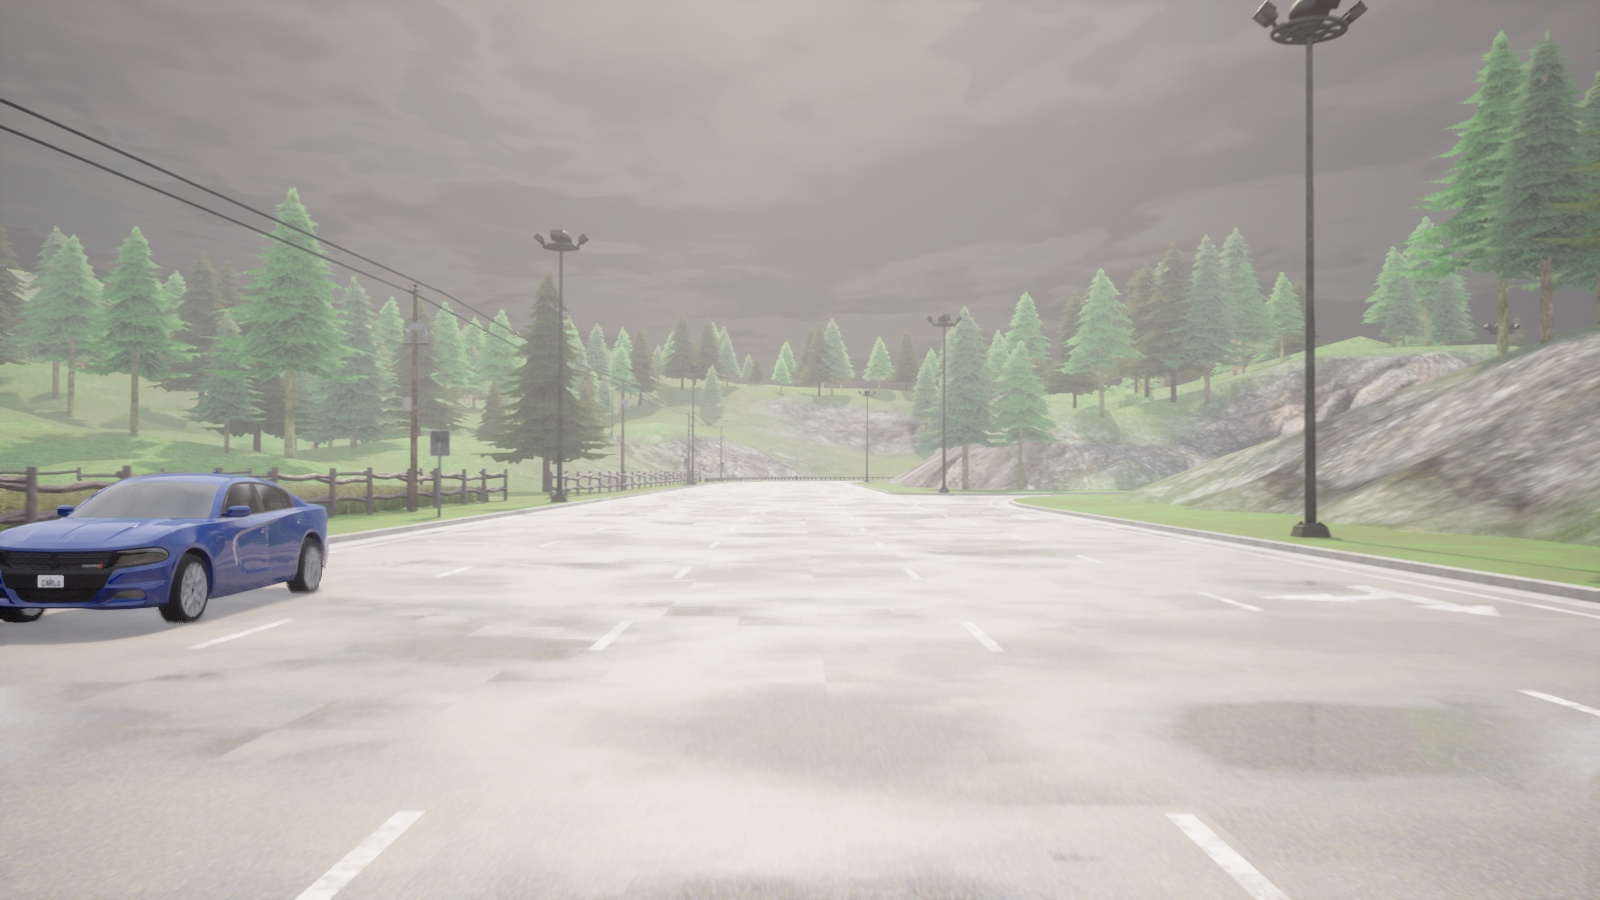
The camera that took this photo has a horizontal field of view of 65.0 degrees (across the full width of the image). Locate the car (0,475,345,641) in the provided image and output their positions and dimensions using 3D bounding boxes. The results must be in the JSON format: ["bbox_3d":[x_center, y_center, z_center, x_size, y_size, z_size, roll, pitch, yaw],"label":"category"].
[{"bbox_3d":[-7.022,1.059,14.273,1.882,1.535,5.008,0,-1,0],"label":"car"}]
